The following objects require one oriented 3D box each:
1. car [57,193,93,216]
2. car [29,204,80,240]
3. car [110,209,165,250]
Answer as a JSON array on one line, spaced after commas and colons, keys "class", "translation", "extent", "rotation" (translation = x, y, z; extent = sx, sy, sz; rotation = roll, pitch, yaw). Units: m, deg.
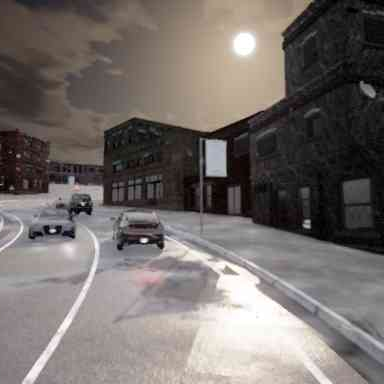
[{"class": "car", "translation": [-11.213, 1.161, 31.660], "extent": [2.150, 2.045, 5.566], "rotation": [3, -1, -35]}, {"class": "car", "translation": [-6.823, 1.511, 16.581], "extent": [1.994, 1.385, 4.181], "rotation": [1, 0, -20]}, {"class": "car", "translation": [-2.433, 1.523, 14.535], "extent": [1.837, 1.490, 4.892], "rotation": [1, 0, -16]}]
